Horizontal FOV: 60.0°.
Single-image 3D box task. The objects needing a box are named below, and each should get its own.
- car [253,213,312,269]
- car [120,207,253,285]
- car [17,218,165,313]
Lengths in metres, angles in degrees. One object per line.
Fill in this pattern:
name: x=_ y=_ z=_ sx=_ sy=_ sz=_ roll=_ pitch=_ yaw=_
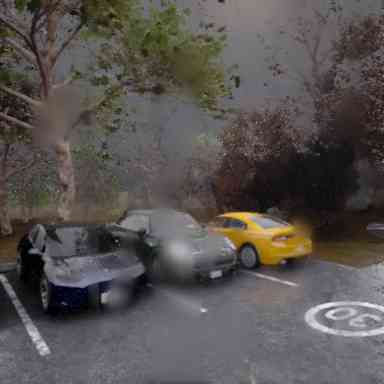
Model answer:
car: x=1.537 y=1.425 z=11.148 sx=2.097 sy=1.535 sz=5.008 roll=-1 pitch=0 yaw=-35
car: x=-0.742 y=1.319 z=9.568 sx=2.185 sy=1.767 sz=4.553 roll=-1 pitch=0 yaw=-35
car: x=-2.859 y=1.493 z=7.984 sx=2.163 sy=1.488 sz=4.792 roll=-1 pitch=0 yaw=-35
